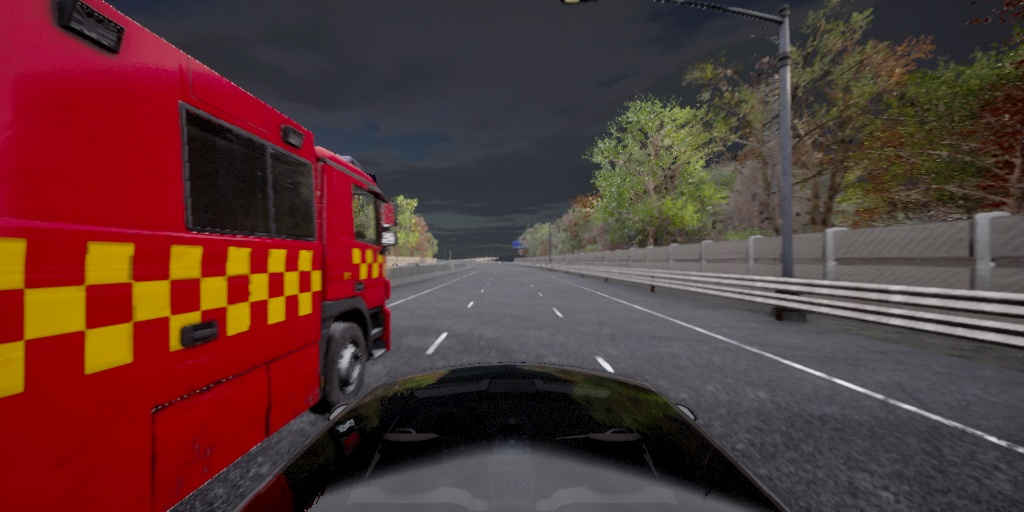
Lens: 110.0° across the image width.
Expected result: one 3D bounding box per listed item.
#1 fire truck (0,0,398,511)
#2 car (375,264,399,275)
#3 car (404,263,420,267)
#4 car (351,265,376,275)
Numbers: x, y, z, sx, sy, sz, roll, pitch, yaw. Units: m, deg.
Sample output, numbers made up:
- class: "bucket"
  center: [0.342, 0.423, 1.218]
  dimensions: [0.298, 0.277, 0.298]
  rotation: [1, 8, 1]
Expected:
- class: "fire truck"
  center: [-3.514, 0.076, 2.194]
  dimensions: [2.891, 3.827, 8.468]
  rotation: [0, 0, 0]
- class: "car"
  center: [-18.355, 1.932, 53.000]
  dimensions: [1.882, 1.535, 5.008]
  rotation: [0, -1, -1]
- class: "car"
  center: [-14.865, 1.798, 53.265]
  dimensions: [2.097, 1.767, 4.553]
  rotation: [0, -1, -1]
- class: "car"
  center: [-21.848, 2.030, 52.872]
  dimensions: [1.994, 1.385, 4.181]
  rotation: [0, -1, -1]
